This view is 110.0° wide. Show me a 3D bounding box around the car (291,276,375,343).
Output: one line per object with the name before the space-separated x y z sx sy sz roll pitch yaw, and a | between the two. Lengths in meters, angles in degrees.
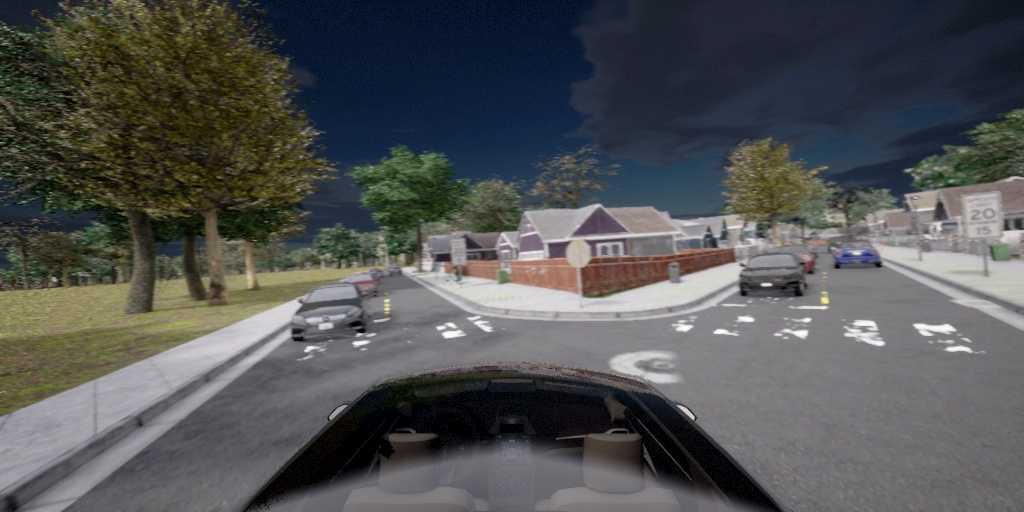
car | -5.616 1.616 11.529 1.812 1.442 4.674 -5 0 -19

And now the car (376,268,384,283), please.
car | -13.714 2.172 34.783 1.895 1.301 4.718 -5 0 -19

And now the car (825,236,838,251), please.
car | 39.739 -1.375 43.583 2.150 2.045 5.566 -5 -1 41

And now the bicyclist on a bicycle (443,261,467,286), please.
bicyclist on a bicycle | -3.940 1.182 24.435 1.656 1.620 0.582 -5 0 -19

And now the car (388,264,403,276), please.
car | -18.426 2.261 56.833 2.128 1.511 4.902 -5 1 -19

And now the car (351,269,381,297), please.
car | -9.465 1.845 22.614 1.812 1.442 4.674 -5 1 -19

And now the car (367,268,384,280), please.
car | -18.898 2.430 49.888 1.994 1.385 4.181 -5 0 -19

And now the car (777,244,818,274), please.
car | 16.715 0.113 21.499 2.097 1.767 4.553 -5 -1 41

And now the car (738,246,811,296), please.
car | 10.343 0.612 14.183 1.882 1.535 5.008 -5 -1 41

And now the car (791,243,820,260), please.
car | 30.383 -0.476 37.085 2.033 1.411 5.357 -5 -1 42

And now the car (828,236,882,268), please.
car | 21.819 -0.233 22.874 2.097 1.767 4.553 -5 -1 41
